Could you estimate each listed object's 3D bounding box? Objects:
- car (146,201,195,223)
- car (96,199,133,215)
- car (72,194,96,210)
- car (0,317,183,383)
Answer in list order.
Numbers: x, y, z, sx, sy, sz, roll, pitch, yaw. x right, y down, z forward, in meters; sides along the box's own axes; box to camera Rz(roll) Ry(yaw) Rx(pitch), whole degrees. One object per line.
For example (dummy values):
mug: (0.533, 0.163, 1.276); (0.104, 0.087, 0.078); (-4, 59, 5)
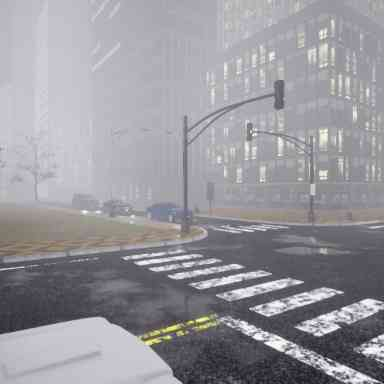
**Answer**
car: (-1.767, 1.484, 25.807); (1.882, 1.535, 5.008); (0, 0, -36)
car: (-7.744, 1.497, 34.268); (2.128, 1.511, 4.902); (0, 0, -35)
car: (-13.832, 1.227, 42.908); (2.150, 2.045, 5.566); (0, 0, -35)
car: (-2.256, 1.601, 1.834); (4.718, 1.301, 1.895); (0, 0, -36)
